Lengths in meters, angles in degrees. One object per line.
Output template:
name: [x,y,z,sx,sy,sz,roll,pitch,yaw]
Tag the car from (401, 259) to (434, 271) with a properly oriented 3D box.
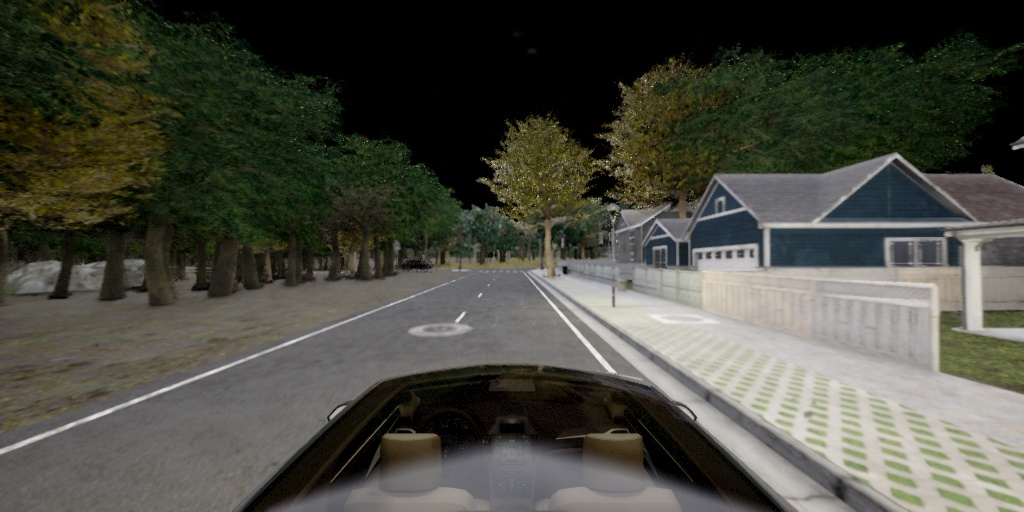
car: [-16.630,1.595,63.154,5.566,2.045,2.150,1,-1,0]
